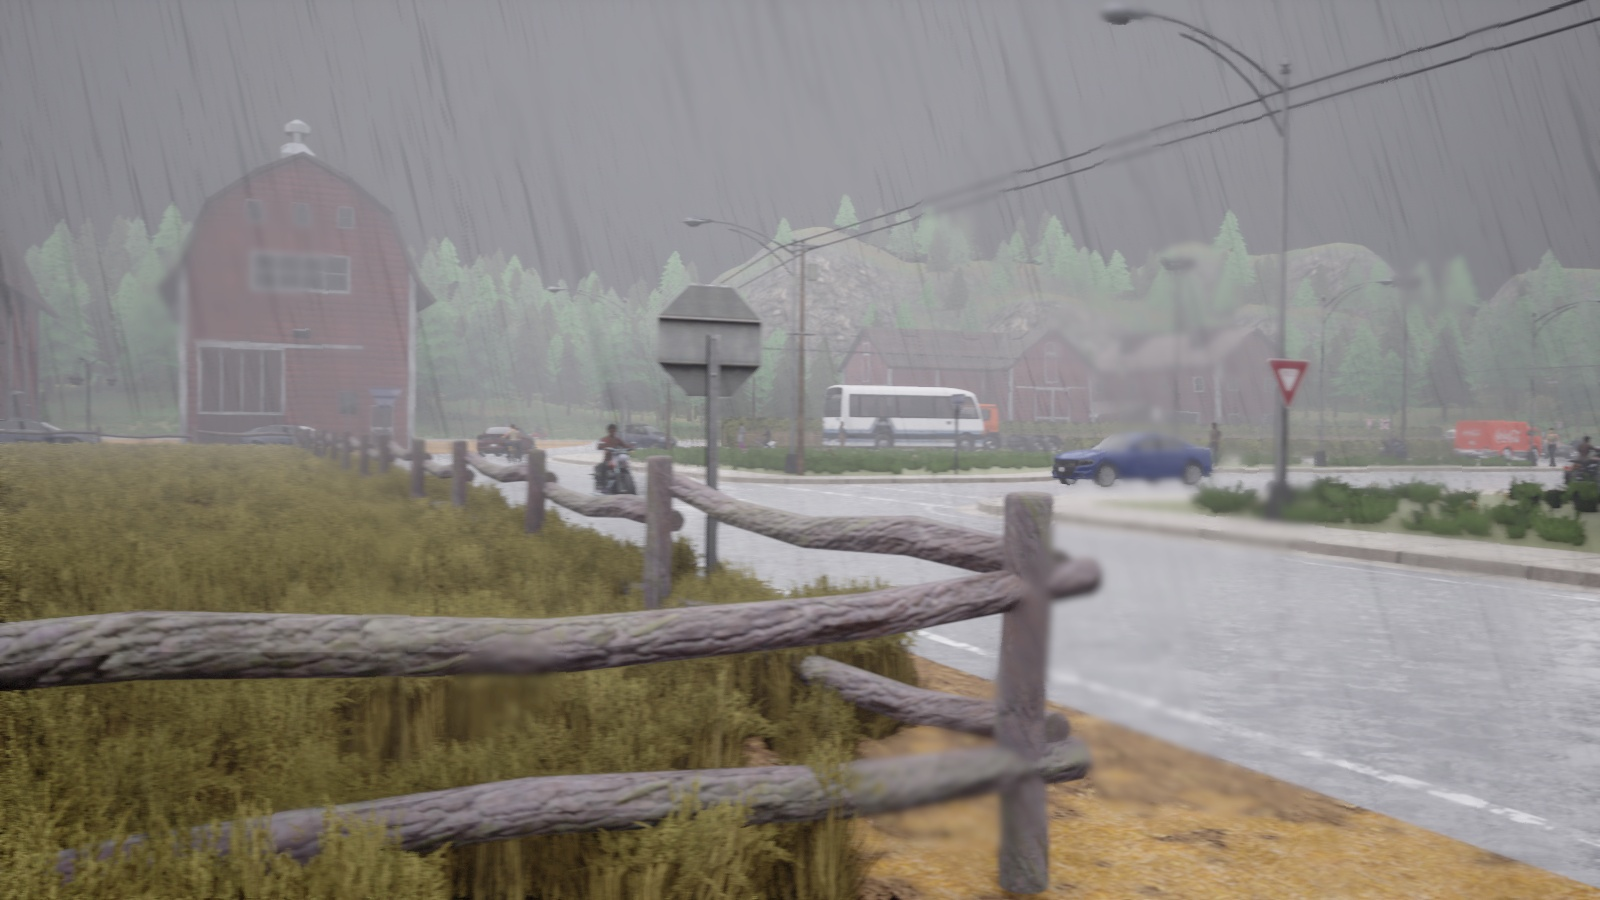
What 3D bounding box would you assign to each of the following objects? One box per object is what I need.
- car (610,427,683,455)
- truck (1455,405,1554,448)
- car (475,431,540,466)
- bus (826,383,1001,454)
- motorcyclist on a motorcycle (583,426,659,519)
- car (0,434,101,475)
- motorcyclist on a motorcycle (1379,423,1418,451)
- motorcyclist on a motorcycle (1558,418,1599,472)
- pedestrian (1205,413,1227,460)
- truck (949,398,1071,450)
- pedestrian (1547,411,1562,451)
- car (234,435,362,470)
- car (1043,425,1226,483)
[{"bbox_3d":[-9.176,-0.552,75.120,3.988,1.617,1.851,0,1,25],"label":"car"},{"bbox_3d":[42.665,-1.413,76.076,5.204,2.467,2.627,-2,1,-25],"label":"truck"},{"bbox_3d":[-13.883,-0.109,59.932,1.882,1.535,5.008,-1,1,1],"label":"car"},{"bbox_3d":[7.131,-1.981,78.936,10.273,4.253,3.944,-1,1,-21],"label":"bus"},{"bbox_3d":[-3.391,0.388,23.585,0.766,1.649,2.350,-1,1,-24],"label":"motorcyclist on a motorcycle"},{"bbox_3d":[-32.179,0.182,52.708,4.856,1.649,2.033,-1,1,-27],"label":"car"},{"bbox_3d":[34.481,-0.748,72.338,2.191,1.530,0.866,-1,1,-25],"label":"motorcyclist on a motorcycle"},{"bbox_3d":[24.790,-0.173,39.200,2.350,1.649,0.766,-1,1,-25],"label":"motorcyclist on a motorcycle"},{"bbox_3d":[16.107,-0.534,48.583,0.869,1.805,0.328,-1,1,-32],"label":"pedestrian"},{"bbox_3d":[14.422,-1.784,86.108,7.936,3.462,2.891,-1,1,-24],"label":"truck"},{"bbox_3d":[34.673,-0.884,57.733,0.594,1.836,0.345,-1,1,-28],"label":"pedestrian"},{"bbox_3d":[-22.242,0.094,55.778,4.792,1.488,2.163,-1,1,-4],"label":"car"},{"bbox_3d":[9.594,0.069,35.976,5.008,1.535,1.882,-1,1,-25],"label":"car"}]
